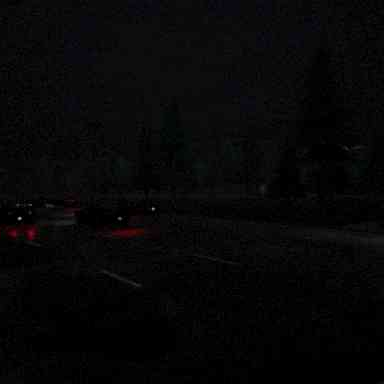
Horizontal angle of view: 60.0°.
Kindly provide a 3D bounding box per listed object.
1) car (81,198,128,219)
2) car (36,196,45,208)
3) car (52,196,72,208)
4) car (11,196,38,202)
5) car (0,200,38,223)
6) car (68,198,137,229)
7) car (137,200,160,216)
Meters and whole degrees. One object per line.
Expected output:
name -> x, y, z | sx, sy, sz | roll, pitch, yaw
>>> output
car -> -7.635, 1.364, 28.607 | 1.882, 1.535, 5.008 | 0, 0, -41
car -> -21.008, 1.295, 43.917 | 1.882, 1.535, 5.008 | 0, 0, -41
car -> -17.286, 1.308, 44.975 | 2.128, 1.511, 4.902 | 0, 0, -41
car -> -19.001, 1.395, 36.298 | 2.033, 1.411, 5.357 | 0, 0, -41
car -> -13.159, 1.498, 24.293 | 1.895, 1.301, 4.718 | 0, 0, -41
car -> -5.831, 1.393, 21.223 | 1.882, 1.535, 5.008 | 0, 0, -41
car -> -4.722, 1.445, 30.595 | 1.994, 1.385, 4.181 | 0, 0, -41
